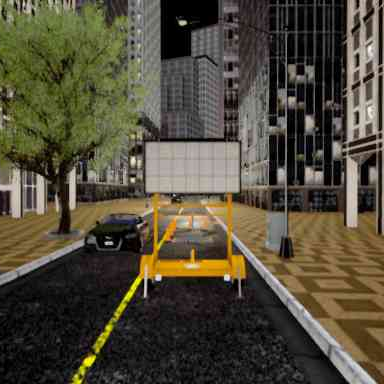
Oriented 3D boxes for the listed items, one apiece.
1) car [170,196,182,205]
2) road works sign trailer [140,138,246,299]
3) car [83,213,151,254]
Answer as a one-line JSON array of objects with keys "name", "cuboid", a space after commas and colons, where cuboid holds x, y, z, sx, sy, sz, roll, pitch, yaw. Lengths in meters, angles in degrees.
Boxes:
[{"name": "car", "cuboid": [-2.709, 1.491, 56.945, 1.837, 1.490, 4.892, 0, -1, 0]}, {"name": "road works sign trailer", "cuboid": [0.017, 0.453, 8.401, 2.380, 3.560, 2.880, 0, 0, 0]}, {"name": "car", "cuboid": [-2.823, 1.546, 13.284, 1.994, 1.385, 4.181, 0, 0, 0]}]
